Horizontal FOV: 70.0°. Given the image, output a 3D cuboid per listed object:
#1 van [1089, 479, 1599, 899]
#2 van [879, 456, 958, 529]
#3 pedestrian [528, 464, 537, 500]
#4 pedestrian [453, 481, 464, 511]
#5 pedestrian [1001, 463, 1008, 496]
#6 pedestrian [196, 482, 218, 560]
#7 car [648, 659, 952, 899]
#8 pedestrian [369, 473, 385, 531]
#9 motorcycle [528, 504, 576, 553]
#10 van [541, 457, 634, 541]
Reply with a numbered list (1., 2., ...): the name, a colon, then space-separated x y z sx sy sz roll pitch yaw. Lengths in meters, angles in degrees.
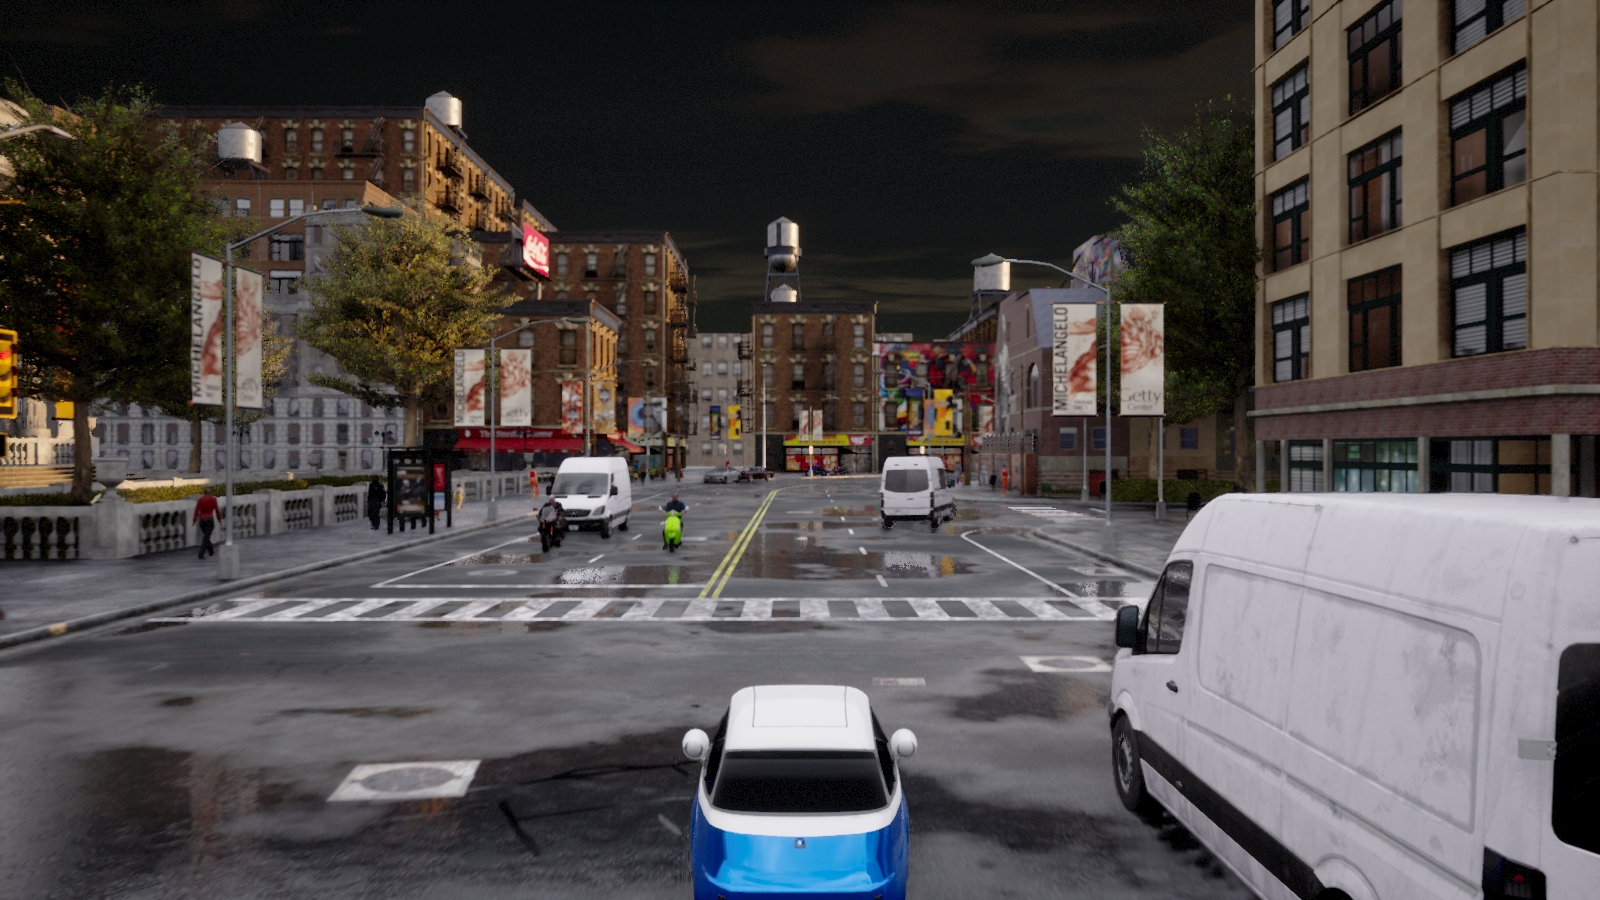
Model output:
1. van: 3.510 1.533 6.978 1.988 2.561 5.915 0 0 0
2. van: 4.567 1.528 43.244 1.988 2.561 5.915 -1 0 15
3. pedestrian: -14.050 1.689 60.012 0.375 1.860 0.375 0 0 8
4. pedestrian: -14.671 1.969 49.065 0.375 1.300 0.375 0 0 3
5. pedestrian: 11.732 1.687 65.585 0.375 1.860 0.375 0 0 0
6. pedestrian: -14.234 1.692 27.409 0.375 1.860 0.375 0 0 -10
7. car: 0.000 2.119 6.680 1.481 1.376 2.207 0 0 0
8. pedestrian: -13.753 1.691 37.181 0.375 1.860 0.375 0 0 3
9. motorcycle: -6.996 2.200 32.310 0.867 1.251 2.209 0 0 0
10. van: -6.988 1.529 38.231 1.988 2.561 5.915 0 0 0
